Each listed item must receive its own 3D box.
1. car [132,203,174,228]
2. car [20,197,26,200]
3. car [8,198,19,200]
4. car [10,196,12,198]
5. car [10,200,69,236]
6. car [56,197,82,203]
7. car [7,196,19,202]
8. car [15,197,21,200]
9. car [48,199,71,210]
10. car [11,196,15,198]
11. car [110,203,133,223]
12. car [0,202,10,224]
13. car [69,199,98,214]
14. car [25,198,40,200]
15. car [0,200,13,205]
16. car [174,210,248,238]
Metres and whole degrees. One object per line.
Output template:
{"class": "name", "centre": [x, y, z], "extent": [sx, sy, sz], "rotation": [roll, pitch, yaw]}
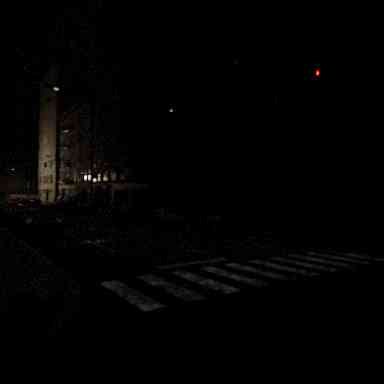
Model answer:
{"class": "car", "centre": [-2.141, 1.685, 23.263], "extent": [1.752, 1.417, 4.829], "rotation": [1, -1, -36]}
{"class": "car", "centre": [-30.979, 1.745, 63.488], "extent": [1.802, 1.307, 4.206], "rotation": [1, -1, -36]}
{"class": "car", "centre": [-18.205, 1.571, 31.899], "extent": [2.008, 1.369, 4.403], "rotation": [1, -1, -36]}
{"class": "car", "centre": [-40.625, 1.757, 76.943], "extent": [1.802, 1.307, 4.206], "rotation": [1, -1, -36]}
{"class": "car", "centre": [-8.557, 1.460, 18.444], "extent": [1.967, 1.590, 4.097], "rotation": [1, -1, -36]}
{"class": "car", "centre": [-14.899, 1.476, 41.067], "extent": [2.192, 1.841, 5.009], "rotation": [1, -1, -36]}
{"class": "car", "centre": [-43.840, 1.746, 81.428], "extent": [1.947, 1.339, 4.313], "rotation": [1, -1, -36]}
{"class": "car", "centre": [-34.293, 1.692, 68.112], "extent": [1.752, 1.417, 4.829], "rotation": [1, -1, -36]}
{"class": "car", "centre": [-18.219, 1.686, 45.684], "extent": [1.752, 1.417, 4.829], "rotation": [1, -1, -36]}
{"class": "car", "centre": [-37.409, 1.716, 72.458], "extent": [1.887, 1.381, 4.507], "rotation": [1, -1, -36]}
{"class": "car", "centre": [-5.255, 1.600, 27.610], "extent": [1.967, 1.590, 4.097], "rotation": [1, -1, -36]}
{"class": "car", "centre": [-11.774, 1.602, 22.928], "extent": [1.802, 1.307, 4.206], "rotation": [1, -1, -36]}
{"class": "car", "centre": [-11.688, 1.742, 36.579], "extent": [1.802, 1.307, 4.206], "rotation": [1, -1, -36]}
{"class": "car", "centre": [-27.764, 1.744, 59.004], "extent": [1.802, 1.307, 4.206], "rotation": [1, -1, -36]}
{"class": "car", "centre": [-14.989, 1.570, 27.414], "extent": [2.008, 1.369, 4.403], "rotation": [1, -1, -36]}
{"class": "car", "centre": [1.173, 1.711, 18.640], "extent": [2.008, 1.369, 4.403], "rotation": [1, -1, -36]}
